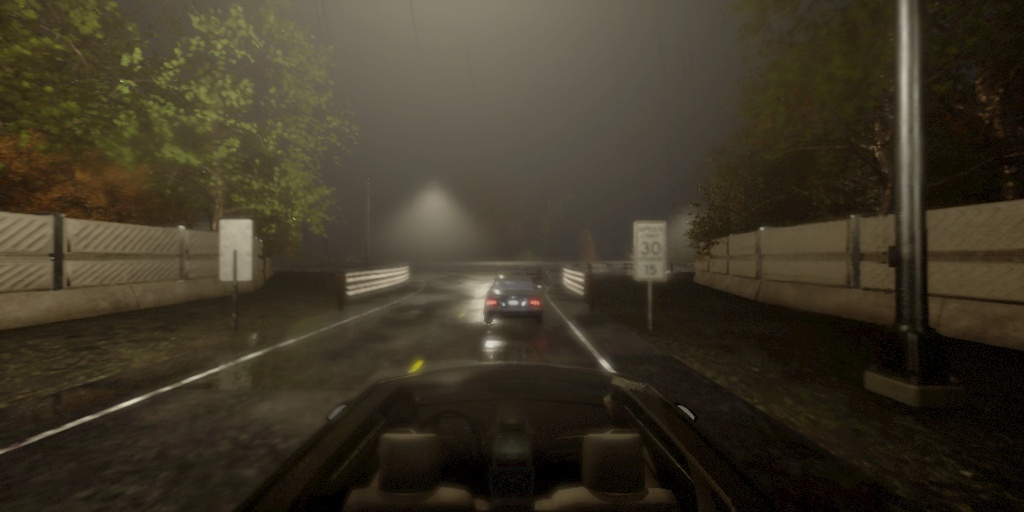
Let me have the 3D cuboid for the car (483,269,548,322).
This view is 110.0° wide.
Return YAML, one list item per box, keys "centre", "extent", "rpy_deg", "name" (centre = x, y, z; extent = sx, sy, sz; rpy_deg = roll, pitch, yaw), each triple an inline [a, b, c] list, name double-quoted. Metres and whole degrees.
- centre: [0.071, 1.360, 12.455]
  extent: [2.033, 1.411, 5.357]
  rpy_deg: [0, 0, 1]
  name: "car"

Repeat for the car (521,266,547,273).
- centre: [1.540, 1.446, 27.203]
  extent: [2.033, 1.411, 5.357]
  rpy_deg: [0, 0, 13]
  name: "car"
